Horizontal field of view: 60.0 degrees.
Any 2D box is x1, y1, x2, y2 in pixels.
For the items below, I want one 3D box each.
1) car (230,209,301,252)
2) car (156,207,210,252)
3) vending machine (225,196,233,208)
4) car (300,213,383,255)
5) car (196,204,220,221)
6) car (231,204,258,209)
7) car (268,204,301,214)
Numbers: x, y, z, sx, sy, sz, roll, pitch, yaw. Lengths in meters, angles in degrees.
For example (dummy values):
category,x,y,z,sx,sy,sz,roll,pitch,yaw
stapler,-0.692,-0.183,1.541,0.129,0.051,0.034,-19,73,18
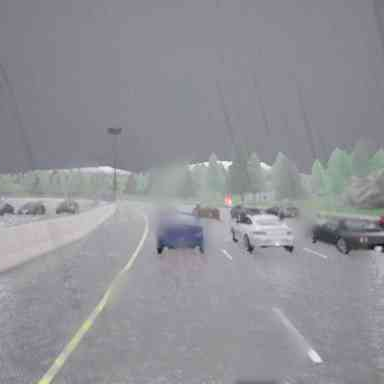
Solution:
category,x,y,z,sx,sy,sz,roll,pitch,yaw
car,2.972,1.680,14.512,1.812,1.442,4.674,0,0,-4
car,-0.549,1.634,14.661,1.882,1.535,5.008,0,0,-4
vending machine,6.741,1.840,60.919,1.100,2.100,0.880,0,-1,-16
car,6.518,1.751,14.082,1.895,1.301,4.718,0,-1,-4
car,1.194,1.800,30.411,1.882,1.535,5.008,0,0,-9
car,4.773,1.827,30.156,1.837,1.490,4.892,0,0,-8
car,8.242,1.818,30.635,2.128,1.511,4.902,0,0,-8
